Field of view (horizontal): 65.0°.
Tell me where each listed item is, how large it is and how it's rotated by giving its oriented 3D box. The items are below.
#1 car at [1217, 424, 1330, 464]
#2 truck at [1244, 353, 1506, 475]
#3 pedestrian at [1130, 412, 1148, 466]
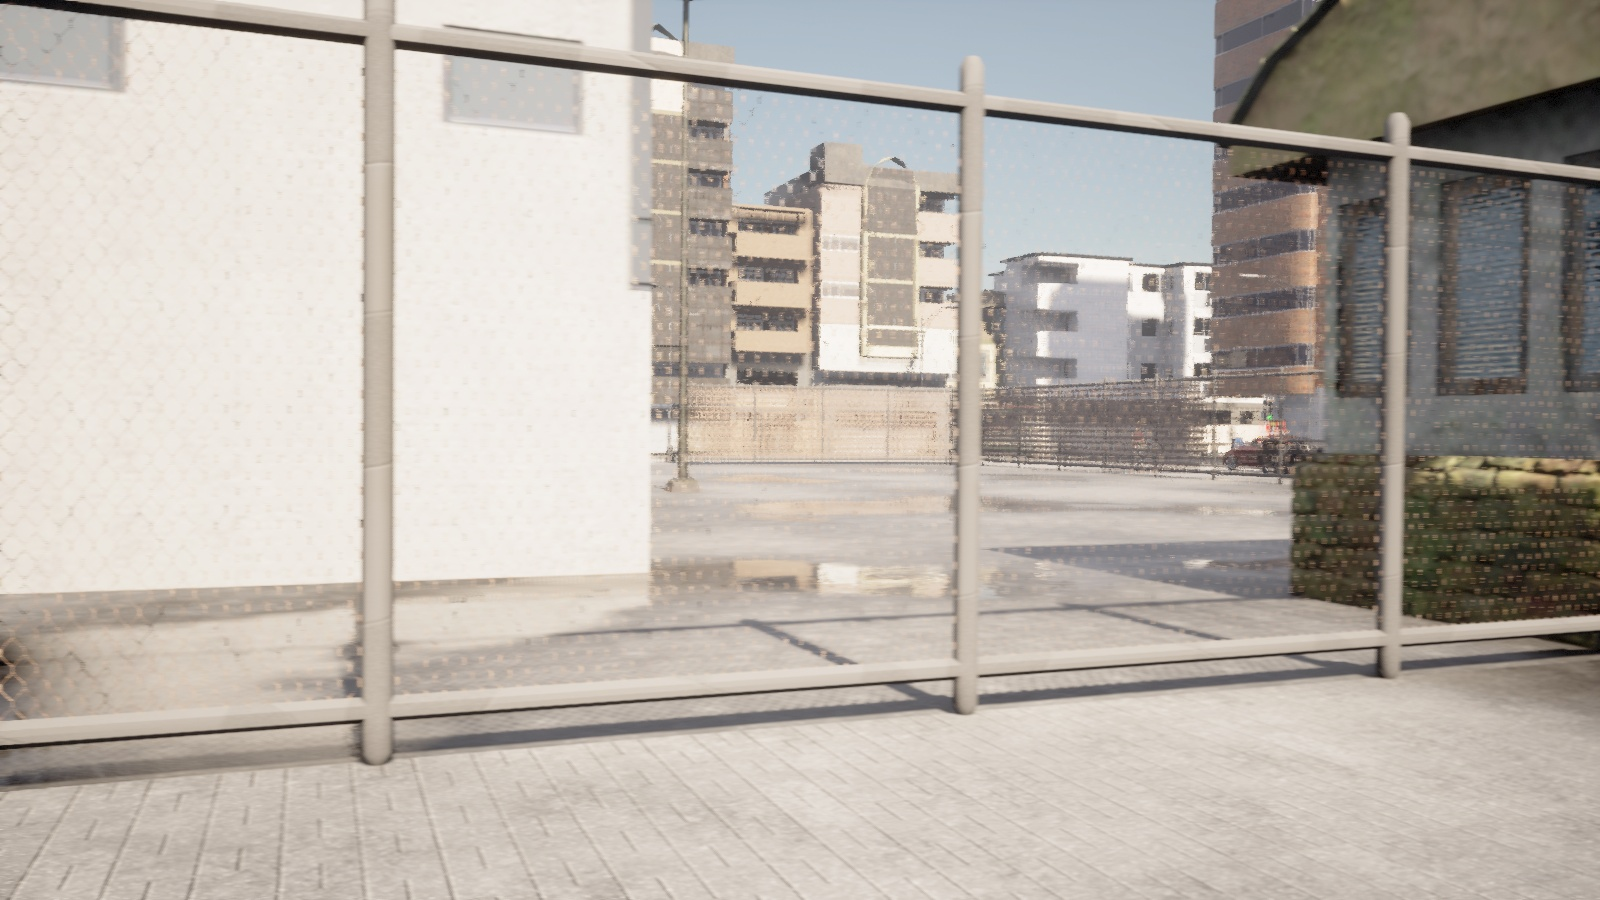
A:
[{"bbox_3d":[18.534,-0.260,49.361,1.816,1.474,4.193,-1,1,-21],"label":"car"},{"bbox_3d":[17.937,-1.087,39.905,2.891,3.462,7.936,-1,1,-19],"label":"truck"},{"bbox_3d":[11.747,-0.380,43.530,0.345,1.836,0.594,-1,1,-13],"label":"pedestrian"}]
